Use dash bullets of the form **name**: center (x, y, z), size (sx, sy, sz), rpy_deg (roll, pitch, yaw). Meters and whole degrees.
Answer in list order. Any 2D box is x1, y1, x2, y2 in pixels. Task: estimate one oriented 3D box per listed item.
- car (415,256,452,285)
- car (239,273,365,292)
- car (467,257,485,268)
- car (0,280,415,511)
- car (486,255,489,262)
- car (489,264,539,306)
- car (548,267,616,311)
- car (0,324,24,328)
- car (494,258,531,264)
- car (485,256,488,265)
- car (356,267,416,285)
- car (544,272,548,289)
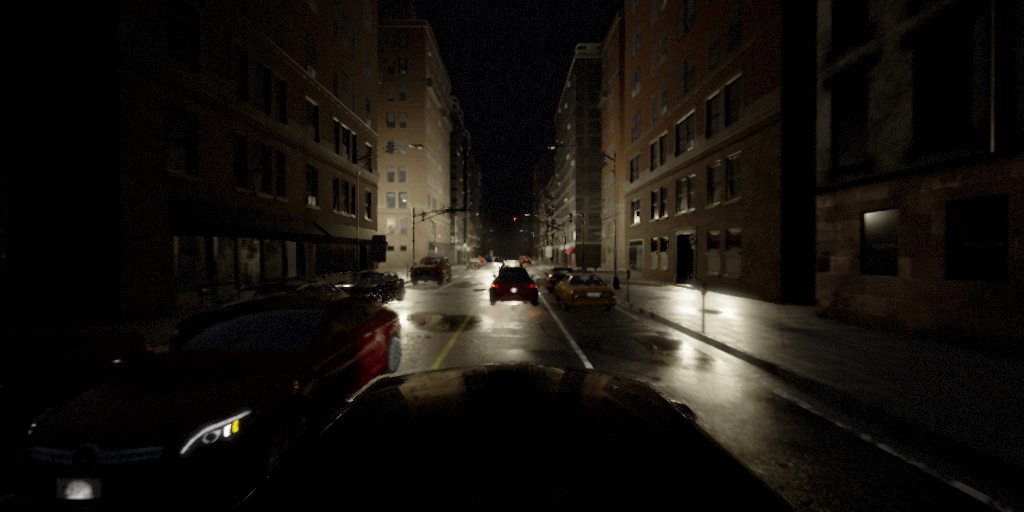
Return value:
- **car**: center (-5.377, 0.936, 24.574), size (2.192, 1.841, 5.009), rpy_deg (0, 0, 0)
- **car**: center (-5.384, 1.265, 8.336), size (2.007, 1.370, 4.403), rpy_deg (0, 0, 0)
- **car**: center (-5.365, 1.019, 51.037), size (2.007, 1.370, 4.403), rpy_deg (0, 0, 0)
- **car**: center (-2.849, 1.260, 4.686), size (1.812, 1.442, 4.674), rpy_deg (0, 0, 0)
- **car**: center (-5.360, 0.929, 61.775), size (1.751, 1.417, 4.829), rpy_deg (0, 0, 0)
- **car**: center (0.074, 1.238, 15.411), size (1.994, 1.385, 4.181), rpy_deg (0, 0, 0)
- **car**: center (2.643, 1.208, 13.906), size (1.751, 1.417, 4.829), rpy_deg (0, 0, 0)
- **car**: center (-5.387, 1.326, 2.923), size (1.802, 1.307, 4.207), rpy_deg (0, 0, 0)
- **car**: center (0.011, 1.108, 25.279), size (2.128, 1.511, 4.902), rpy_deg (0, 0, 0)
- **car**: center (-5.363, 0.982, 56.492), size (1.888, 1.381, 4.507), rpy_deg (0, 0, 0)
- **car**: center (-5.382, 1.234, 13.749), size (2.007, 1.370, 4.403), rpy_deg (0, 0, 0)
- **car**: center (2.645, 1.234, 19.149), size (1.802, 1.307, 4.207), rpy_deg (0, 0, 0)
